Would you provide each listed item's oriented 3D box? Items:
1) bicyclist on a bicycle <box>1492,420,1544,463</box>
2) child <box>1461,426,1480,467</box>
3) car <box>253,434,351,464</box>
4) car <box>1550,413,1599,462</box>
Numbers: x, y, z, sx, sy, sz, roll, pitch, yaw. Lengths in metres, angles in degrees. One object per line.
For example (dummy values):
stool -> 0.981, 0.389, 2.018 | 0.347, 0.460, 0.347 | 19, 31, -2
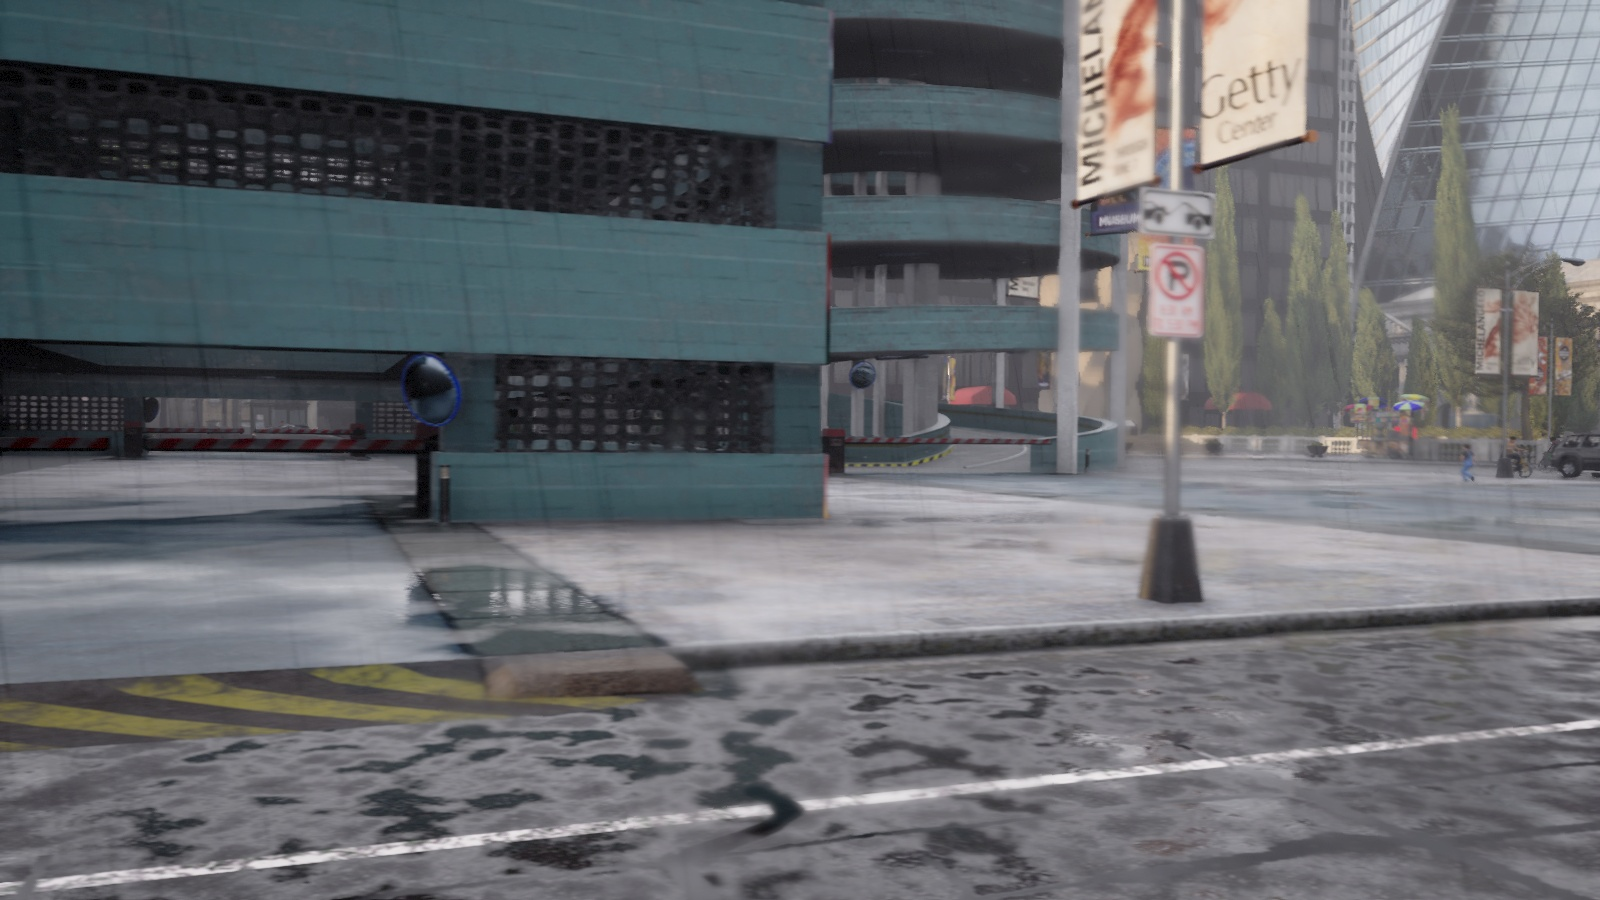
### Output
bicyclist on a bicycle -> 27.602, -0.329, 48.300 | 0.866, 1.612, 1.509 | -1, 1, -21
child -> 20.715, -0.104, 38.797 | 0.270, 1.263, 0.437 | -1, 1, -23
car -> -27.162, -0.074, 68.599 | 4.902, 1.511, 2.128 | -1, 1, -22
car -> 31.474, -0.481, 48.003 | 1.932, 1.855, 4.605 | -1, 0, -21
